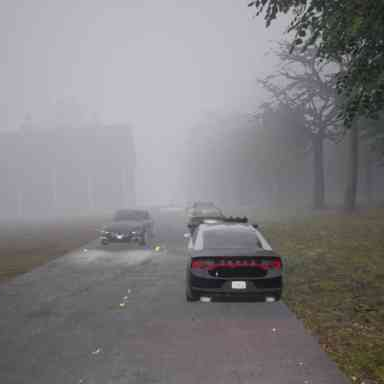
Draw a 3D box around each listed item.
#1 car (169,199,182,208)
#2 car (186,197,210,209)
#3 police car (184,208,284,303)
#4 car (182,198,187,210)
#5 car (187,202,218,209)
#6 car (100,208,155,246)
[{"bbox_3d":[-2.839,1.875,56.408,2.128,1.511,4.902,0,-1,0],"label":"car"},{"bbox_3d":[0.822,1.447,24.300,2.097,1.767,4.553,0,0,0],"label":"car"},{"bbox_3d":[0.824,1.437,8.434,1.930,1.638,5.238,0,0,0],"label":"police car"},{"bbox_3d":[0.025,1.827,45.697,2.033,1.411,5.357,0,-1,1],"label":"car"},{"bbox_3d":[0.824,1.532,18.327,1.882,1.535,5.008,0,0,0],"label":"car"},{"bbox_3d":[-2.853,1.544,15.537,1.837,1.490,4.892,0,0,0],"label":"car"}]
